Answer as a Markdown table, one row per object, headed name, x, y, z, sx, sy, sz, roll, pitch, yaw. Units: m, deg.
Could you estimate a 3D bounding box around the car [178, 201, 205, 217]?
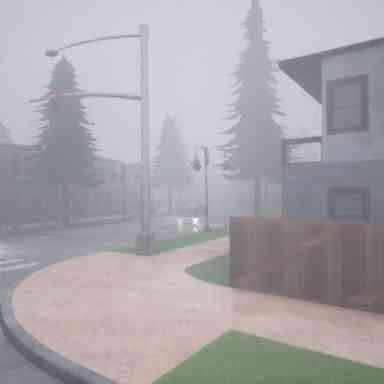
| name | x | y | z | sx | sy | sz | roll | pitch | yaw |
| --- | --- | --- | --- | --- | --- | --- | --- | --- | --- |
| car | 0.070 | 1.679 | 33.978 | 1.812 | 1.442 | 4.674 | 0 | 0 | 16 |
